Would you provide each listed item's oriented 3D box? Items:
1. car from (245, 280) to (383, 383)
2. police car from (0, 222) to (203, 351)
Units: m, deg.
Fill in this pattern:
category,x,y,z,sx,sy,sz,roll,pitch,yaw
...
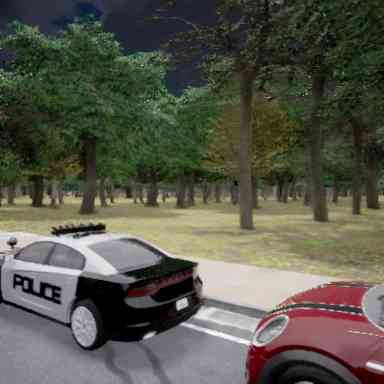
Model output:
category,x,y,z,sx,sy,sz,roll,pitch,yaw
car,2.746,1.352,2.799,4.553,1.767,2.097,0,0,36
police car,-2.251,1.431,6.368,5.238,1.638,1.930,0,0,36
